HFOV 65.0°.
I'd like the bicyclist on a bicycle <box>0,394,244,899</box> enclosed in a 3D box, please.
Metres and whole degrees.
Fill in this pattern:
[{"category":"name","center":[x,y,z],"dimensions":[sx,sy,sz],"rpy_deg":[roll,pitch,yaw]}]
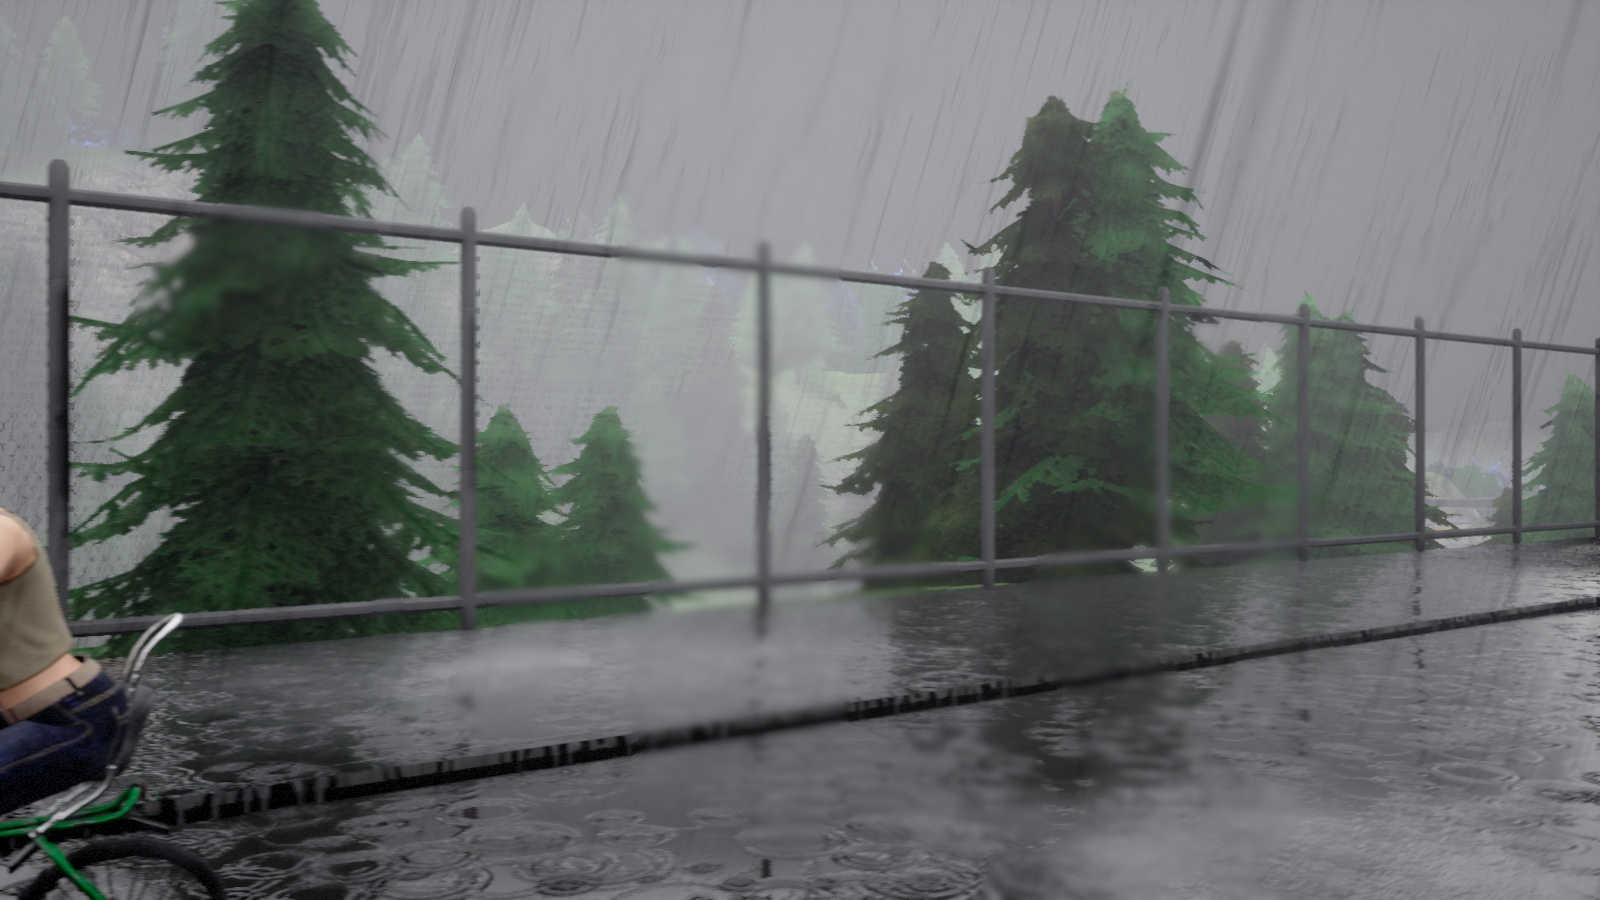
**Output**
[{"category":"bicyclist on a bicycle","center":[-2.129,0.693,2.779],"dimensions":[1.509,1.612,0.866],"rpy_deg":[0,0,-35]}]
